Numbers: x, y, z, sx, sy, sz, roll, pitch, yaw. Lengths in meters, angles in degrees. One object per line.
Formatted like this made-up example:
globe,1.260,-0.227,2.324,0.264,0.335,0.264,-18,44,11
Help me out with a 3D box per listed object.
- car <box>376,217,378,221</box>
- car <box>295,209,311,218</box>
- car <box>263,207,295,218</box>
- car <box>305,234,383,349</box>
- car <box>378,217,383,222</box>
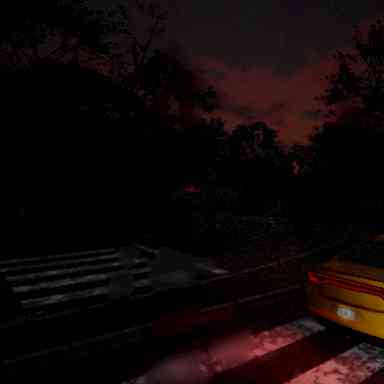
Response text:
car,32.650,4.285,53.402,5.357,1.411,2.033,2,-2,22
car,16.827,3.413,53.442,4.902,1.511,2.128,4,-2,-22
car,11.925,2.922,46.432,4.892,1.490,1.837,5,-4,-42
car,4.117,1.461,5.770,5.008,1.535,1.882,0,0,-33
car,31.483,4.034,50.356,4.902,1.511,2.128,2,-3,25
